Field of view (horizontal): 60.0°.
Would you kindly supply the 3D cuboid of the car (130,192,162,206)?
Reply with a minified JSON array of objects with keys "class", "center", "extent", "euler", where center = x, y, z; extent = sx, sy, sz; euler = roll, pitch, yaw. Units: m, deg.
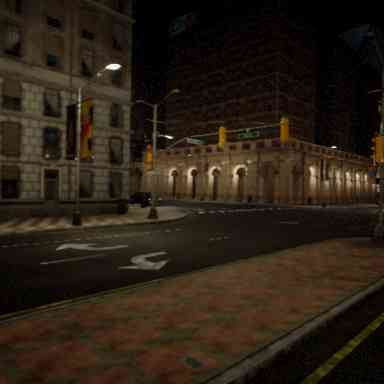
[{"class":"car","center":[-5.801,0.817,41.952],"extent":[4.553,1.767,2.097],"euler":[2,1,44]}]
